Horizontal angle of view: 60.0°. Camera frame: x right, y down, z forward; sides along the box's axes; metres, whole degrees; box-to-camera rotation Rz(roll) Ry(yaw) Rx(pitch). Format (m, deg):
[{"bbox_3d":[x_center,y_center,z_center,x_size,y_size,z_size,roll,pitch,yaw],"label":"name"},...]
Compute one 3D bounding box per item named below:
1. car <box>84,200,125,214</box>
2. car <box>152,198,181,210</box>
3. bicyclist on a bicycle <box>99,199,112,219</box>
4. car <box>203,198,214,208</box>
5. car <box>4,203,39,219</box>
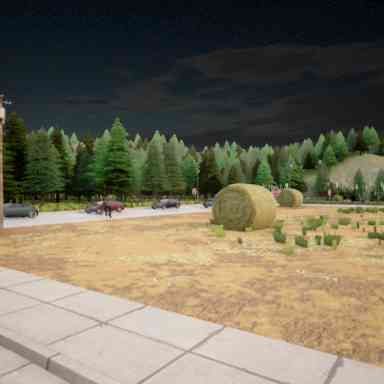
[{"bbox_3d":[-9.465,1.596,36.352,1.812,1.442,4.674,0,0,37],"label":"car"},{"bbox_3d":[-3.382,1.595,44.577,1.812,1.442,4.674,0,0,37],"label":"car"},{"bbox_3d":[-7.048,1.359,27.047,1.656,1.620,0.582,0,0,36],"label":"bicyclist on a bicycle"},{"bbox_3d":[3.494,1.555,47.797,2.128,1.511,4.902,0,0,37],"label":"car"},{"bbox_3d":[-15.380,1.634,28.362,1.994,1.385,4.181,0,0,36],"label":"car"}]
